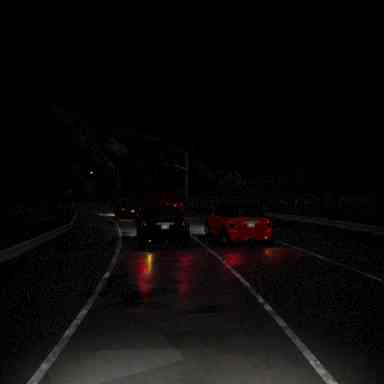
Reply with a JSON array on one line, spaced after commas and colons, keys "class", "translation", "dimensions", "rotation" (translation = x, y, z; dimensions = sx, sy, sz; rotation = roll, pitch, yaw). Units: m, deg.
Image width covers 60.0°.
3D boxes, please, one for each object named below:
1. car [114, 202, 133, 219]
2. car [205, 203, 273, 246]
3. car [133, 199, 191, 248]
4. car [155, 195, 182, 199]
[{"class": "car", "translation": [-5.675, 1.570, 29.637], "dimensions": [1.994, 1.385, 4.181], "rotation": [0, 0, -21]}, {"class": "car", "translation": [2.009, 1.363, 15.554], "dimensions": [2.097, 1.767, 4.553], "rotation": [0, 0, -11]}, {"class": "car", "translation": [-1.430, 1.363, 14.902], "dimensions": [2.097, 1.767, 4.553], "rotation": [0, 0, -11]}, {"class": "car", "translation": [-2.428, 1.255, 30.944], "dimensions": [2.150, 2.045, 5.566], "rotation": [0, 0, -21]}]
